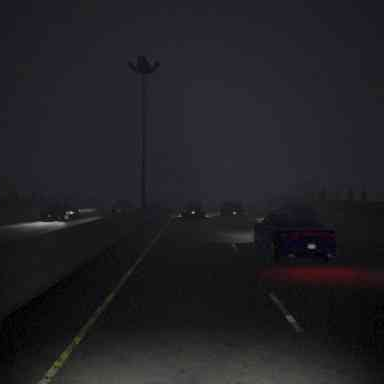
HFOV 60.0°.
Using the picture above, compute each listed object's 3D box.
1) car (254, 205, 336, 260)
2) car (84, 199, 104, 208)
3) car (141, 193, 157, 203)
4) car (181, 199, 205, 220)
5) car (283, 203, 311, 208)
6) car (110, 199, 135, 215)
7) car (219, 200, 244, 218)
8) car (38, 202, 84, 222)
[{"bbox_3d":[3.600,1.486,12.473,1.882,1.535,5.008,0,0,0],"label":"car"},{"bbox_3d":[-14.049,1.631,47.107,1.895,1.301,4.718,0,0,1],"label":"car"},{"bbox_3d":[-8.844,1.161,69.104,2.150,2.045,5.566,0,0,8],"label":"car"},{"bbox_3d":[0.102,1.582,28.058,1.994,1.385,4.181,0,0,0],"label":"car"},{"bbox_3d":[7.101,1.520,23.192,1.837,1.490,4.892,0,0,0],"label":"car"},{"bbox_3d":[-7.092,1.514,34.502,2.128,1.511,4.902,0,0,0],"label":"car"},{"bbox_3d":[3.602,1.525,30.637,1.837,1.490,4.892,0,0,0],"label":"car"},{"bbox_3d":[-10.596,1.581,26.686,1.994,1.385,4.181,0,0,0],"label":"car"}]
